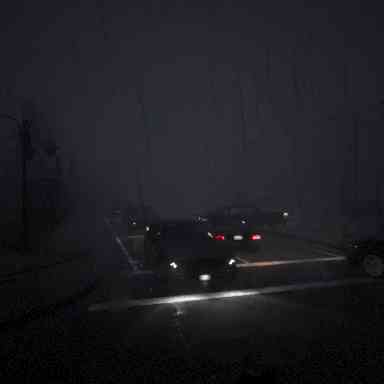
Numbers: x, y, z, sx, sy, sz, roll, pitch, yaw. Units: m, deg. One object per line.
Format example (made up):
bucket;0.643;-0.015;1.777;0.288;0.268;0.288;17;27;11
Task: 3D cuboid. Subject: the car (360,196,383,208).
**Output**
car;23.932;1.274;43.159;1.845;1.501;3.633;0;0;-17

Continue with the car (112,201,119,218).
car;-6.246;1.515;30.096;2.033;1.411;5.357;0;0;-17

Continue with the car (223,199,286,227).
car;2.852;1.467;19.898;5.357;1.411;2.033;-3;1;-15

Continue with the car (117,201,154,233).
car;-3.095;1.529;19.941;2.033;1.411;5.357;0;0;-17

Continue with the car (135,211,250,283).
car;-0.371;1.543;10.104;2.033;1.411;5.357;0;0;-15

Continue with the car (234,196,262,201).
car;7.389;1.288;46.145;2.007;1.523;4.514;0;0;-17

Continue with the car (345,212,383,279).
car;6.527;1.475;8.231;5.008;1.535;1.882;0;0;39

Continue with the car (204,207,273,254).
car;1.352;1.538;13.391;2.033;1.411;5.357;0;0;-4

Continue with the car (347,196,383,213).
car;15.610;1.356;29.180;1.970;1.475;3.806;0;0;-17

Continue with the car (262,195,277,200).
car;10.378;1.278;47.098;2.152;1.636;5.027;0;0;-17
